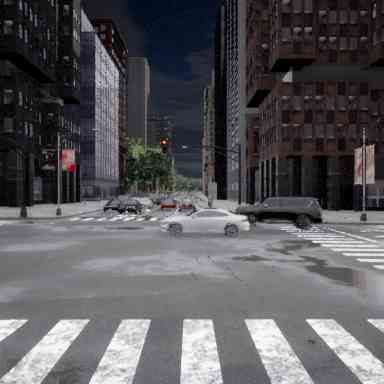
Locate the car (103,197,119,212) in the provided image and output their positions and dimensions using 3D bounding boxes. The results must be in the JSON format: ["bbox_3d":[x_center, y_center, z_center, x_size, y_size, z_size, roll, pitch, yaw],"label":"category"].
[{"bbox_3d":[-9.064,1.574,38.971,1.947,1.339,4.313,0,0,0],"label":"car"}]

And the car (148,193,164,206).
[{"bbox_3d":[-6.465,1.268,55.970,2.150,2.045,5.566,0,0,0],"label":"car"}]

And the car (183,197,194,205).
[{"bbox_3d":[-0.640,1.603,60.707,1.887,1.381,4.507,0,0,0],"label":"car"}]

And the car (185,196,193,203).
[{"bbox_3d":[-0.692,1.613,71.727,1.752,1.417,4.829,0,0,0],"label":"car"}]

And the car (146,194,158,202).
[{"bbox_3d":[-9.242,1.417,76.953,2.192,1.841,5.009,0,0,0],"label":"car"}]

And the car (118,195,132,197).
[{"bbox_3d":[-9.090,1.335,44.397,2.192,1.841,5.009,0,0,0],"label":"car"}]

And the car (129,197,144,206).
[{"bbox_3d":[-9.139,1.570,55.078,1.752,1.417,4.829,0,0,0],"label":"car"}]

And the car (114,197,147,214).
[{"bbox_3d":[-6.380,1.547,35.101,2.033,1.411,5.357,0,0,0],"label":"car"}]

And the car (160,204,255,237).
[{"bbox_3d":[0.689,1.559,17.631,4.674,1.442,1.812,1,0,0],"label":"car"}]

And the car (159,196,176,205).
[{"bbox_3d":[-3.240,1.591,47.520,1.994,1.385,4.181,0,0,0],"label":"car"}]

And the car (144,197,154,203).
[{"bbox_3d":[-9.216,1.669,71.527,1.802,1.307,4.206,0,0,0],"label":"car"}]

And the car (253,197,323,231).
[{"bbox_3d":[5.526,1.320,21.544,5.566,2.045,2.150,1,0,8],"label":"car"}]

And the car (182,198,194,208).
[{"bbox_3d":[-0.589,1.614,49.857,1.802,1.307,4.206,0,0,0],"label":"car"}]

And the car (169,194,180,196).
[{"bbox_3d":[-3.410,1.680,68.745,1.895,1.301,4.718,0,0,0],"label":"car"}]

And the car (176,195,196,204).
[{"bbox_3d":[-0.539,1.448,39.008,1.967,1.590,4.097,0,0,0],"label":"car"}]

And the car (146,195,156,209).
[{"bbox_3d":[-6.427,1.548,45.327,1.812,1.442,4.674,0,0,0],"label":"car"}]

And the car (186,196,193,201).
[{"bbox_3d":[-0.794,1.696,93.257,1.887,1.381,4.507,0,0,0],"label":"car"}]
